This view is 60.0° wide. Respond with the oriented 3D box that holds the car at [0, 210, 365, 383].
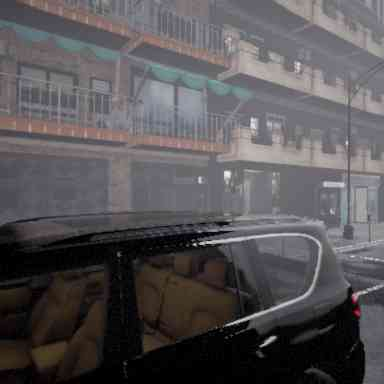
[{"bbox_3d":[-0.978,1.221,2.375,5.566,2.045,2.150,0,0,-36],"label":"car"}]
